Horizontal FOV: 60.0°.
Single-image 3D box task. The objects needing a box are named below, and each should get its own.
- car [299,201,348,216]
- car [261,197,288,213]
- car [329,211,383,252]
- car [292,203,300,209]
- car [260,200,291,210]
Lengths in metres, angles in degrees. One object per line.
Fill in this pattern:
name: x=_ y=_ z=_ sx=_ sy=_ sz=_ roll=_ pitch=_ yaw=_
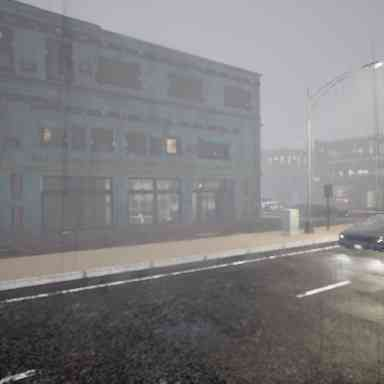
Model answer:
car: x=13.631 y=1.871 z=33.805 sx=1.947 sy=1.339 sz=4.313 roll=-1 pitch=0 yaw=-35
car: x=9.453 y=1.631 z=44.369 sx=2.150 sy=2.045 sz=5.566 roll=-1 pitch=0 yaw=-35
car: x=8.100 y=1.573 z=13.418 sx=5.357 sy=1.411 sz=2.033 roll=0 pitch=0 yaw=-35
car: x=15.721 y=1.883 z=45.532 sx=2.008 sy=1.369 sz=4.403 roll=-1 pitch=0 yaw=-35
car: x=12.512 y=1.977 z=50.042 sx=1.802 sy=1.307 sz=4.206 roll=-1 pitch=0 yaw=-35
